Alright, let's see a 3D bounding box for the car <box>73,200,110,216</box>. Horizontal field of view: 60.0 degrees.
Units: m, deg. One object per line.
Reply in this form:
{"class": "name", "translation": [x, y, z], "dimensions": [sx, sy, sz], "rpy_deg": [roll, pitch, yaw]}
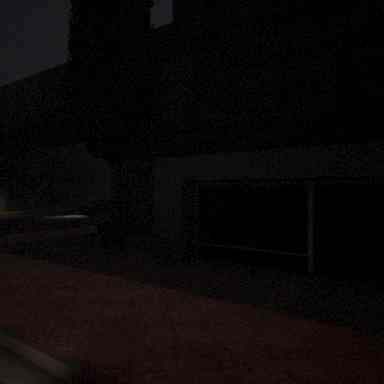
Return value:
{"class": "car", "translation": [-9.100, 1.518, 33.187], "dimensions": [2.033, 1.411, 5.357], "rpy_deg": [0, 0, 36]}
